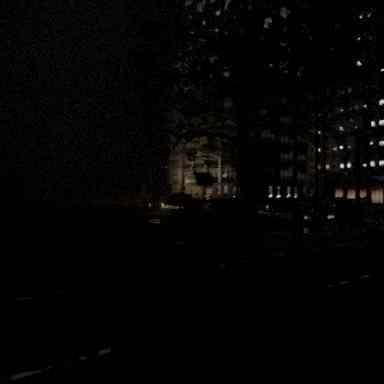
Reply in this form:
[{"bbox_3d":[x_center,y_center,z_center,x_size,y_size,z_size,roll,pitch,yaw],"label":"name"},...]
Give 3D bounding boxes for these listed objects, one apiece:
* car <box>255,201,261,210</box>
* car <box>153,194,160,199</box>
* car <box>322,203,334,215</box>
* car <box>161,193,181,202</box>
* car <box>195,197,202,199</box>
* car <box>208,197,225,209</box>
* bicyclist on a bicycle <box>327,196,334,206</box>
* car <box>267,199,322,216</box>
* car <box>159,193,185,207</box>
[{"bbox_3d":[6.455,1.424,41.327,2.128,1.511,4.902,1,0,-34],"label":"car"},{"bbox_3d":[-7.106,1.290,67.632,2.097,1.767,4.553,1,0,-34],"label":"car"},{"bbox_3d":[11.859,1.493,33.245,2.033,1.411,5.357,1,0,-34],"label":"car"},{"bbox_3d":[-4.403,1.208,69.440,2.097,1.767,4.553,1,0,-34],"label":"car"},{"bbox_3d":[-1.361,1.131,53.051,2.150,2.045,5.566,1,0,-34],"label":"car"},{"bbox_3d":[4.034,1.378,39.104,2.128,1.511,4.902,1,0,-34],"label":"car"},{"bbox_3d":[18.131,1.395,43.402,1.656,1.620,0.582,1,0,-34],"label":"bicyclist on a bicycle"},{"bbox_3d":[9.247,1.404,31.308,1.837,1.490,4.892,1,0,-34],"label":"car"},{"bbox_3d":[-2.375,1.348,48.710,1.882,1.535,5.008,1,0,-34],"label":"car"}]
